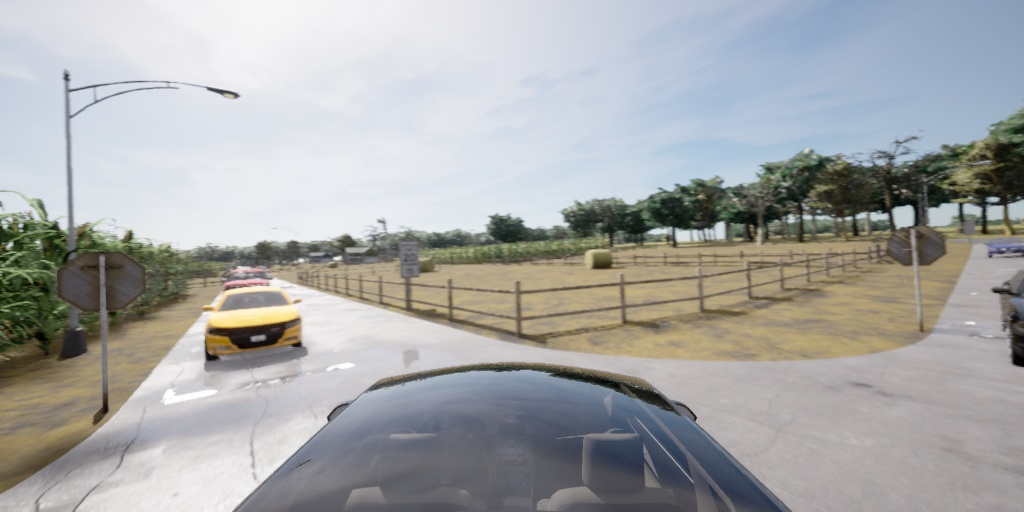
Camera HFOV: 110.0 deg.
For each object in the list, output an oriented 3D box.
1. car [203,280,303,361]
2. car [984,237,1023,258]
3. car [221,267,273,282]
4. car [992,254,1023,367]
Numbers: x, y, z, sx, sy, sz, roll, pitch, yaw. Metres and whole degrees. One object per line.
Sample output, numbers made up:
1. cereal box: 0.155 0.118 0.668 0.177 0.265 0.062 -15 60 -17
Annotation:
1. car: -7.014 1.600 9.815 1.882 1.535 5.008 -2 -1 -36
2. car: 39.014 -0.718 28.311 4.674 1.442 1.812 -4 -1 -37
3. car: -15.652 1.807 21.282 2.150 2.045 5.566 -2 -1 -37
4. car: 9.689 0.854 5.935 5.008 1.535 1.882 -3 -1 -37
